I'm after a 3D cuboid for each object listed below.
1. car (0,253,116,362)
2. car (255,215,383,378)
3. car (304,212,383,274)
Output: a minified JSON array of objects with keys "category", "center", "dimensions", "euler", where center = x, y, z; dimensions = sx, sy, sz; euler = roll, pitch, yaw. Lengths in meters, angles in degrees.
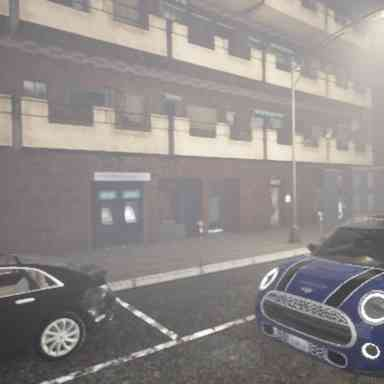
[{"category":"car","center":[-3.202,1.561,4.272],"dimensions":[4.403,1.369,2.008],"euler":[-1,0,-36]},{"category":"car","center":[3.164,1.308,5.557],"dimensions":[4.553,1.767,2.097],"euler":[-1,0,-36]},{"category":"car","center":[5.864,1.467,10.855],"dimensions":[4.403,1.369,2.008],"euler":[-1,0,-36]}]
